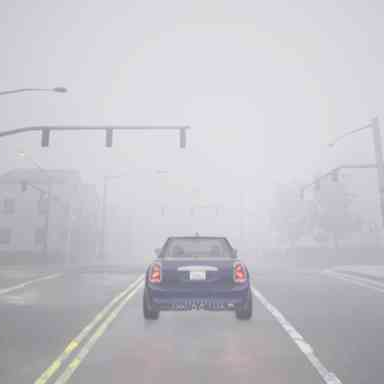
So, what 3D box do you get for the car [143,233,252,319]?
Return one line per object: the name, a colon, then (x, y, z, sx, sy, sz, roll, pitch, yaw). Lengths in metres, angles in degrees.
car: (0.108, 1.807, 8.259, 2.097, 1.767, 4.553, 0, -7, 0)
